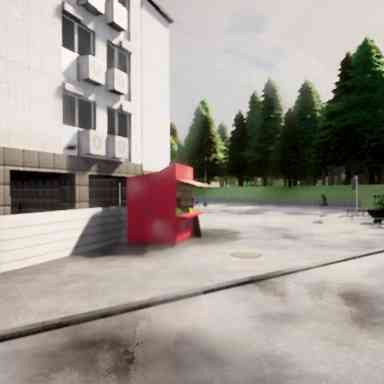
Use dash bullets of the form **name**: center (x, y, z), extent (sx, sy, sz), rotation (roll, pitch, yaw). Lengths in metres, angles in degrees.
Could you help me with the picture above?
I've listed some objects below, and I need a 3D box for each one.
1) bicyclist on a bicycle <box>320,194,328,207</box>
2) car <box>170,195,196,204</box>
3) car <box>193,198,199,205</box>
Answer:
- **bicyclist on a bicycle**: center (16.081, 1.024, 40.611), extent (1.656, 1.620, 0.582), rotation (-1, 1, -35)
- **car**: center (-1.640, 1.258, 58.267), extent (2.033, 1.411, 5.357), rotation (-1, 0, -35)
- **car**: center (-1.137, 1.296, 50.407), extent (2.033, 1.411, 5.357), rotation (-1, 0, -35)
